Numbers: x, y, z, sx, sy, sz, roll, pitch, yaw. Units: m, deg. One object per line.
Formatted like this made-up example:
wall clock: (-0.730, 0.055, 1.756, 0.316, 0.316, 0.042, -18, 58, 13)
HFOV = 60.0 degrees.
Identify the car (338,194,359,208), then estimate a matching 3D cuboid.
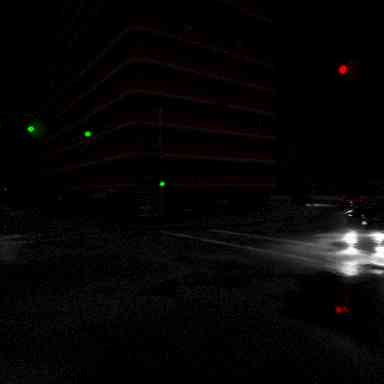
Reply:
car: (18.320, 1.033, 38.052, 2.097, 1.767, 4.553, -1, 0, 8)

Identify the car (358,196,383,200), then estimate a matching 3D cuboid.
car: (15.619, 1.204, 28.308, 1.882, 1.535, 5.008, -1, 0, 23)

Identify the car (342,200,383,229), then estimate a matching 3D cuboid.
car: (10.851, 1.398, 20.287, 1.895, 1.301, 4.718, -1, 0, 36)

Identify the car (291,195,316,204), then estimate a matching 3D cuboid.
car: (17.910, 1.166, 53.526, 2.128, 1.511, 4.902, -1, 0, -14)
